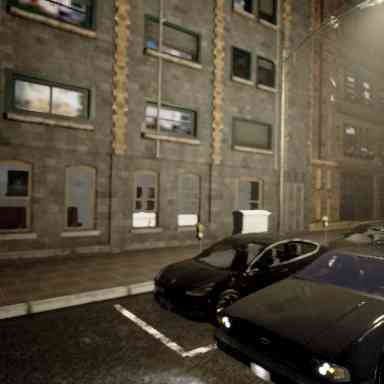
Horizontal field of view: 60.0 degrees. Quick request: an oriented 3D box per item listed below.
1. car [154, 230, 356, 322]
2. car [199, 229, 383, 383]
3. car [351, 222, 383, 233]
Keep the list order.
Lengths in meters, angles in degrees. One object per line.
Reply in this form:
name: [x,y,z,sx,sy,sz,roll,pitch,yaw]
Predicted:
car: [1.304,1.588,7.014,4.313,1.339,1.947,0,1,-36]
car: [2.903,1.572,5.145,5.357,1.411,2.033,0,0,-36]
car: [5.828,1.624,10.248,4.313,1.339,1.947,0,1,-36]
